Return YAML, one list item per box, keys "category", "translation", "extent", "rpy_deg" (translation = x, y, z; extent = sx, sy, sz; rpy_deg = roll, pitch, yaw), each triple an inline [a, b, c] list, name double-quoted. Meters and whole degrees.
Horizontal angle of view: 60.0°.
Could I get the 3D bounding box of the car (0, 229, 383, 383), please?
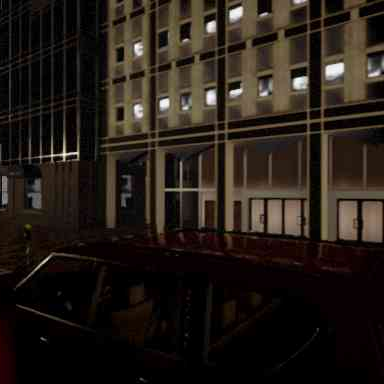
- category: "car"
  translation: [-0.402, 1.303, 3.166]
  extent: [5.009, 1.841, 2.192]
  rpy_deg: [0, 0, 35]
